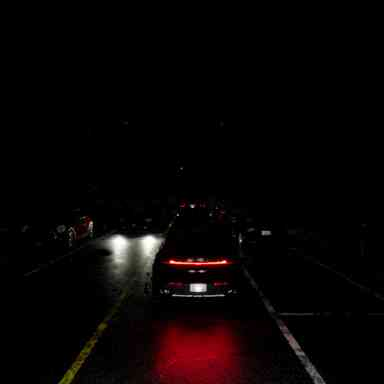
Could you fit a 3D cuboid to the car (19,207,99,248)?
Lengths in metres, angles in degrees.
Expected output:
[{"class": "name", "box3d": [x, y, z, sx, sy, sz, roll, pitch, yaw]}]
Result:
[{"class": "car", "box3d": [-5.752, 1.439, 14.487, 1.967, 1.590, 4.097, -1, 0, 0]}]

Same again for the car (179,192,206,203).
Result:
[{"class": "car", "box3d": [0.046, 1.221, 28.486, 2.150, 2.045, 5.566, 0, 0, 0]}]

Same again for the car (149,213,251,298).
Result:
[{"class": "car", "box3d": [0.116, 1.503, 8.504, 1.837, 1.490, 4.892, 0, 0, 0]}]

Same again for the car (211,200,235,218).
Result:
[{"class": "car", "box3d": [2.802, 1.544, 30.989, 1.887, 1.381, 4.507, -1, 0, 0]}]

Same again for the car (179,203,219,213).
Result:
[{"class": "car", "box3d": [0.123, 1.546, 18.241, 2.033, 1.411, 5.357, 0, 0, 0]}]

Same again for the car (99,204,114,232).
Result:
[{"class": "car", "box3d": [-5.741, 1.564, 19.993, 1.947, 1.339, 4.313, -1, 0, 0]}]

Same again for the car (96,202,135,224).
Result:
[{"class": "car", "box3d": [-5.732, 1.550, 25.498, 2.008, 1.369, 4.403, -1, 0, 0]}]

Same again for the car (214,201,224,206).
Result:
[{"class": "car", "box3d": [2.793, 1.544, 25.483, 1.887, 1.381, 4.507, -1, 0, 0]}]

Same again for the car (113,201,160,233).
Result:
[{"class": "car", "box3d": [-3.041, 1.476, 19.981, 1.882, 1.535, 5.008, 0, 0, 0]}]

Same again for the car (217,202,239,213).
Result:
[{"class": "car", "box3d": [2.783, 1.543, 19.978, 1.887, 1.381, 4.507, -1, 0, 0]}]

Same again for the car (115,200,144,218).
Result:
[{"class": "car", "box3d": [-5.723, 1.544, 31.003, 1.887, 1.381, 4.507, -1, 0, 0]}]

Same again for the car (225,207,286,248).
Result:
[{"class": "car", "box3d": [2.774, 1.564, 14.473, 1.947, 1.339, 4.313, -1, 0, 0]}]
